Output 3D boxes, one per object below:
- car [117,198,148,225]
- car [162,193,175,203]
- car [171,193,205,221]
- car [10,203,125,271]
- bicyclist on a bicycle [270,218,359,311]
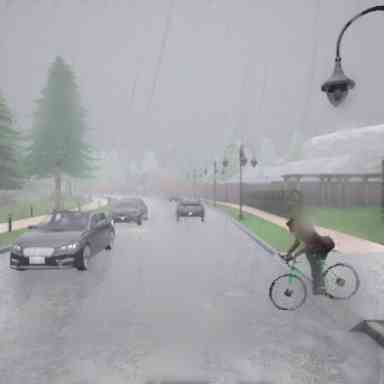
[{"bbox_3d":[-3.848,1.152,20.666,1.837,1.490,4.892,0,1,-1],"label":"car"},{"bbox_3d":[-2.974,0.817,46.088,1.895,1.301,4.718,0,1,-12],"label":"car"},{"bbox_3d":[-0.157,1.099,23.046,2.128,1.511,4.902,0,1,-1],"label":"car"},{"bbox_3d":[-3.702,1.314,10.330,2.128,1.511,4.902,0,1,-1],"label":"car"},{"bbox_3d":[2.109,1.256,5.962,1.656,1.620,0.582,-11,1,0],"label":"bicyclist on a bicycle"}]
